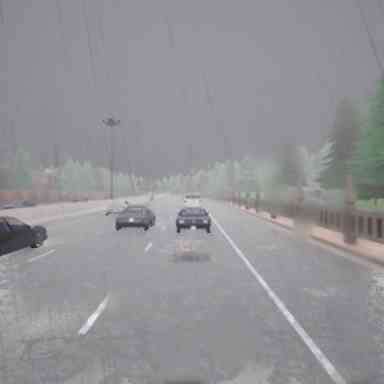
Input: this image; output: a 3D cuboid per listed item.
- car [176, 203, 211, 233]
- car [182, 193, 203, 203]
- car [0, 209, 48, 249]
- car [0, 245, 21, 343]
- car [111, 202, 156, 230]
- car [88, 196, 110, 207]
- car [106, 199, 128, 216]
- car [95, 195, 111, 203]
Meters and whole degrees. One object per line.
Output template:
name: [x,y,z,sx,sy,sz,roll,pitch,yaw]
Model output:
car: [0.081,1.572,19.546,1.895,1.301,4.718,0,0,0]
car: [0.082,1.165,38.115,2.150,2.045,5.566,0,0,0]
car: [-6.905,1.532,11.401,2.033,1.411,5.357,0,0,0]
car: [-3.410,1.523,2.456,1.812,1.442,4.674,0,0,0]
car: [-3.410,1.534,20.717,1.994,1.385,4.181,0,0,0]
car: [-14.092,1.405,50.814,1.882,1.535,5.008,0,0,0]
car: [-6.929,1.479,32.186,1.812,1.442,4.674,0,0,0]
car: [-17.532,1.405,66.023,1.837,1.490,4.892,0,0,0]
